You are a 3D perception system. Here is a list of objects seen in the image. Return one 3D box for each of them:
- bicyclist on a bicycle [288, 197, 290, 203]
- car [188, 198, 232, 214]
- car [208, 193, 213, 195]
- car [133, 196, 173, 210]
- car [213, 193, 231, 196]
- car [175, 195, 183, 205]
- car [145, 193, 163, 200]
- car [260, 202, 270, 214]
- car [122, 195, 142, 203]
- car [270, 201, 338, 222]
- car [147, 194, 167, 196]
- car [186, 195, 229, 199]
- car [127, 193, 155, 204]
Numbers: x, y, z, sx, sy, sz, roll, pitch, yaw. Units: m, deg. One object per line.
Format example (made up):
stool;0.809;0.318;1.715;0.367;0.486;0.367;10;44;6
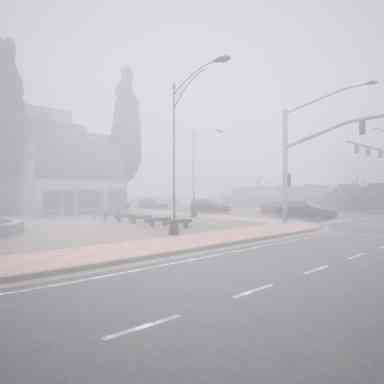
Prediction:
bicyclist on a bicycle;12.886;1.261;44.843;1.656;1.620;0.582;-7;4;-40
car;1.991;1.601;35.376;1.895;1.301;4.718;0;0;-40
car;4.940;1.156;71.231;3.866;1.878;1.905;0;0;-42
car;-5.114;1.547;43.766;2.033;1.411;5.357;0;0;-40
car;6.859;1.395;69.063;3.806;1.475;1.970;0;0;-42
car;-4.050;1.564;59.058;1.994;1.385;4.181;0;0;-40
car;-10.040;1.153;88.044;4.605;1.855;1.932;0;0;-42
car;8.795;1.563;32.768;1.994;1.385;4.181;0;0;-40
car;-12.528;1.478;69.004;1.882;1.535;5.008;0;0;-40
car;9.169;1.478;26.904;1.882;1.535;5.008;0;0;-40
car;-5.783;1.478;49.987;1.882;1.535;5.008;0;0;-40
car;1.935;1.492;40.859;2.128;1.511;4.902;0;0;-40
car;-9.156;1.491;59.667;2.128;1.511;4.902;0;0;-40
